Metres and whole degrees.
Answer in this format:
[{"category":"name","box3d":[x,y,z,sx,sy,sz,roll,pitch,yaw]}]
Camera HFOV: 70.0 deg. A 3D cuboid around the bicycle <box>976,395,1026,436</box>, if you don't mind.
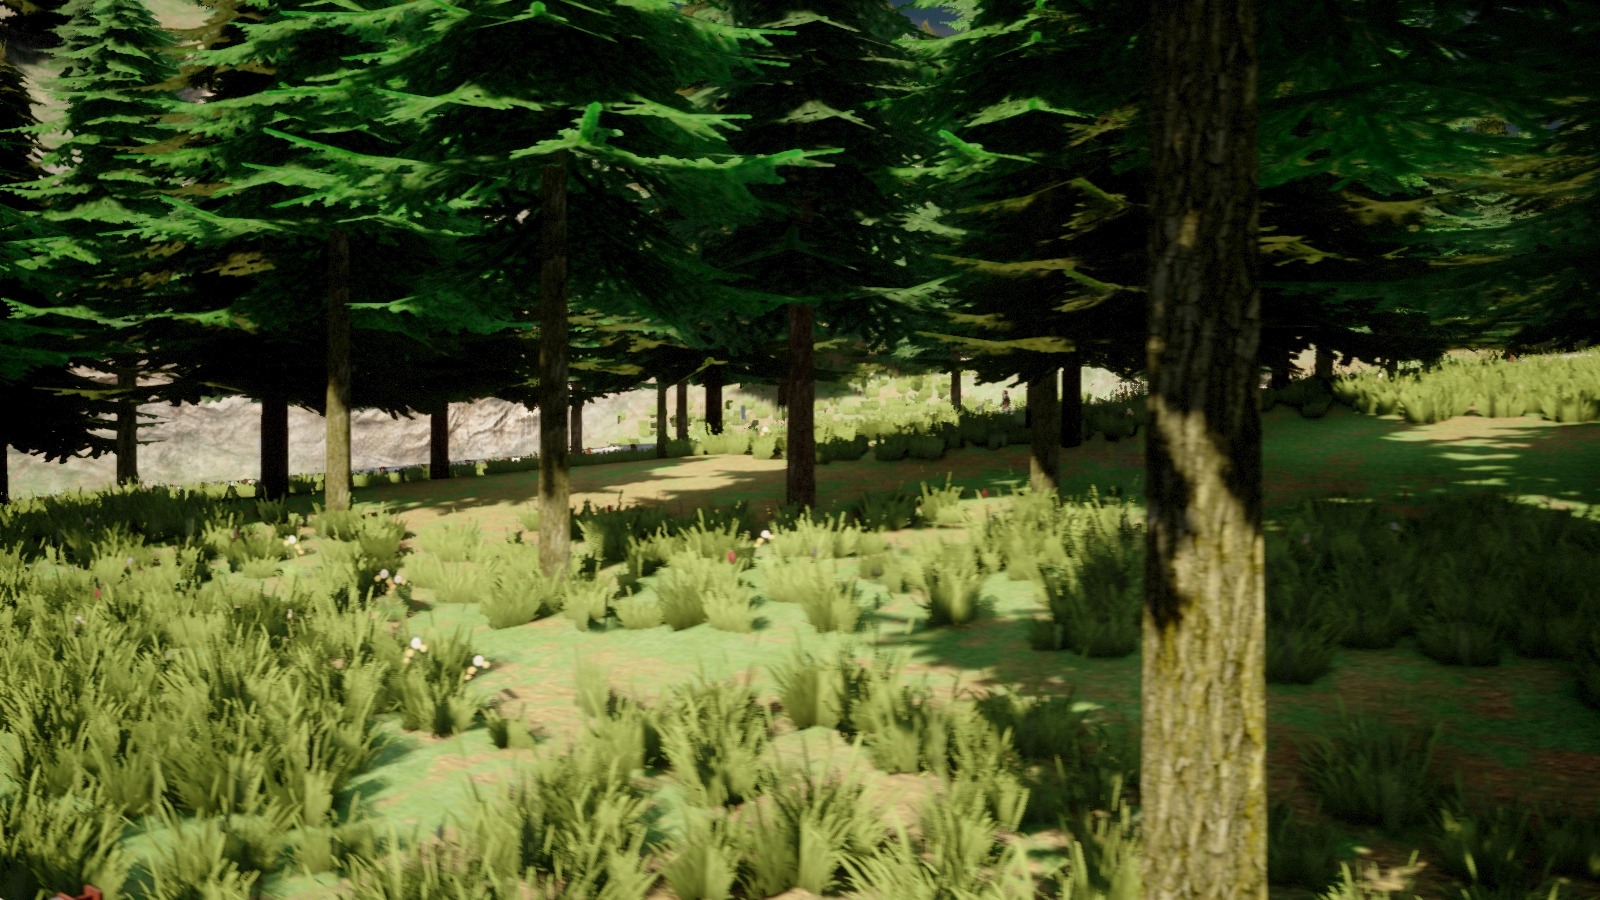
[{"category":"bicycle","box3d":[7.899,-1.336,44.942,1.835,1.471,0.329,-5,-2,27]}]
